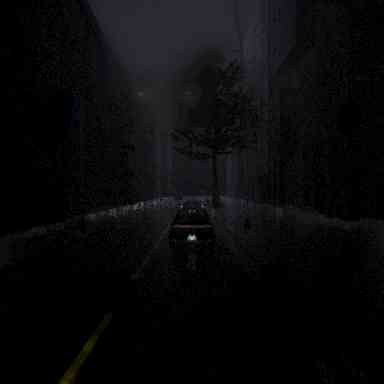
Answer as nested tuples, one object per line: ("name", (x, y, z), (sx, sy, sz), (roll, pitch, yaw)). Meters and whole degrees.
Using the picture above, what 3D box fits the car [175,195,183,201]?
("car", (-3.000, 1.333, 76.709), (2.033, 1.411, 5.357), (0, 0, 0))

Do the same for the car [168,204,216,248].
("car", (0.000, 1.487, 14.650), (2.128, 1.511, 4.902), (0, 0, 0))

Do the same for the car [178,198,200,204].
("car", (0.000, 1.544, 29.649), (2.033, 1.411, 5.357), (0, 0, 0))
